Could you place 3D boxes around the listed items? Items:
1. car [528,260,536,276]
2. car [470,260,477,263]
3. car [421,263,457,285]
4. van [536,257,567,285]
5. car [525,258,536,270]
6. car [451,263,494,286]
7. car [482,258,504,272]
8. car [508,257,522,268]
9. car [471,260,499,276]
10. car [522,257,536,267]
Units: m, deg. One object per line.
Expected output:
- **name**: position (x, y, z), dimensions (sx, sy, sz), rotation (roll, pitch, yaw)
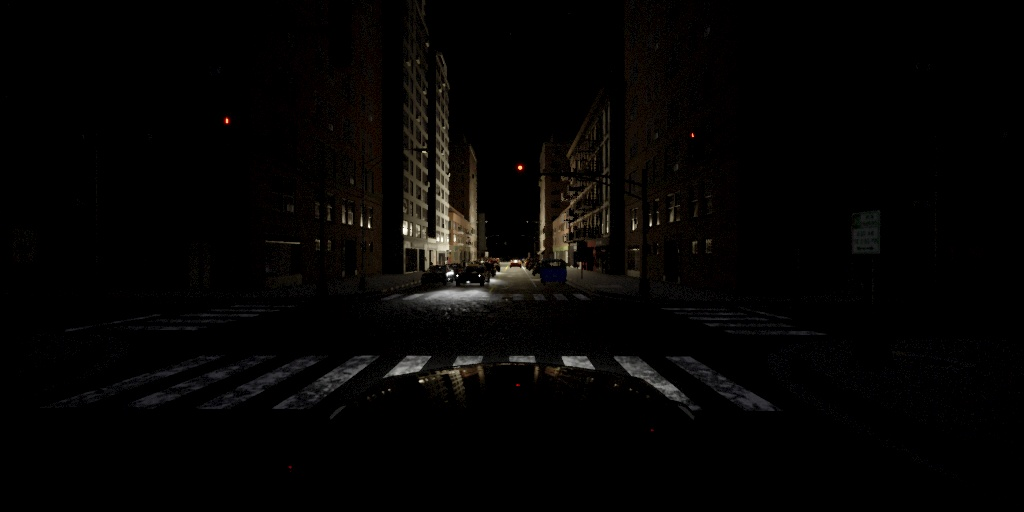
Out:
- **car**: position (2.939, 1.329, 36.707), dimensions (1.802, 1.307, 4.207), rotation (0, 0, 1)
- **car**: position (-4.988, 1.269, 47.964), dimensions (1.751, 1.417, 4.829), rotation (0, 0, 1)
- **car**: position (-5.186, 1.299, 25.407), dimensions (2.007, 1.370, 4.403), rotation (0, 0, 1)
- **van**: position (2.839, 1.089, 25.345), dimensions (1.690, 1.789, 3.998), rotation (0, 0, 1)
- **car**: position (3.038, 1.325, 48.070), dimensions (1.802, 1.307, 4.207), rotation (0, 0, 1)
- **car**: position (-2.659, 1.349, 25.115), dimensions (1.895, 1.301, 4.718), rotation (0, 0, 4)
- **car**: position (-2.465, 1.309, 45.180), dimensions (1.994, 1.385, 4.181), rotation (0, 0, 1)
- **car**: position (0.601, 1.336, 59.026), dimensions (1.895, 1.301, 4.718), rotation (0, 0, 1)
- **car**: position (-2.558, 1.349, 35.126), dimensions (1.895, 1.301, 4.718), rotation (0, 0, 0)
- **car**: position (3.088, 1.054, 53.751), dimensions (2.192, 1.841, 5.009), rotation (0, 0, 1)
